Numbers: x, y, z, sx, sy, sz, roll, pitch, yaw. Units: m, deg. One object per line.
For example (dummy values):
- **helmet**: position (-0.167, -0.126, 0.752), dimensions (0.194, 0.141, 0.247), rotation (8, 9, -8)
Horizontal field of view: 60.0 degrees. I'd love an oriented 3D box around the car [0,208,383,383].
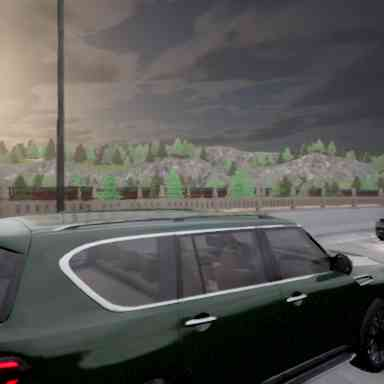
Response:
- **car**: position (0.315, 1.222, 3.971), dimensions (5.566, 2.045, 2.150), rotation (0, 0, -35)
